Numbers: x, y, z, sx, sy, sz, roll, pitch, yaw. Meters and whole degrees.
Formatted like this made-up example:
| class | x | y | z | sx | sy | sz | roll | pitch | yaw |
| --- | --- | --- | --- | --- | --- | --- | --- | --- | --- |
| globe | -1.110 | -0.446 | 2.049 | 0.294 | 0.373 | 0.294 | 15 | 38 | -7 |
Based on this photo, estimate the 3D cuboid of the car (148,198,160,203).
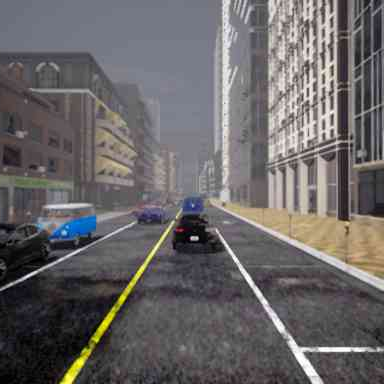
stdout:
| class | x | y | z | sx | sy | sz | roll | pitch | yaw |
| --- | --- | --- | --- | --- | --- | --- | --- | --- | --- |
| car | -5.683 | 1.872 | 43.713 | 1.802 | 1.307 | 4.206 | 0 | 0 | 0 |

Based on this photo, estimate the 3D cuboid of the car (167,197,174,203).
| class | x | y | z | sx | sy | sz | roll | pitch | yaw |
| --- | --- | --- | --- | --- | --- | --- | --- | --- | --- |
| car | -5.677 | 2.142 | 88.732 | 1.752 | 1.417 | 4.829 | 0 | 0 | 0 |

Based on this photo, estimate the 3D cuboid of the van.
| class | x | y | z | sx | sy | sz | roll | pitch | yaw |
| --- | --- | --- | --- | --- | --- | --- | --- | --- | --- |
| van | -5.688 | 1.442 | 15.473 | 1.690 | 1.788 | 3.998 | 0 | 0 | 0 |

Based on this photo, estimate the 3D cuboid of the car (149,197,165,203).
| class | x | y | z | sx | sy | sz | roll | pitch | yaw |
| --- | --- | --- | --- | --- | --- | --- | --- | --- | --- |
| car | -5.683 | 1.646 | 49.364 | 2.192 | 1.841 | 5.009 | 0 | 0 | 0 |

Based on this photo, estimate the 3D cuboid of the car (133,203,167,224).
| class | x | y | z | sx | sy | sz | roll | pitch | yaw |
| --- | --- | --- | --- | --- | --- | --- | --- | --- | --- |
| car | -3.096 | 1.770 | 26.123 | 1.895 | 1.301 | 4.718 | 0 | 0 | 0 |

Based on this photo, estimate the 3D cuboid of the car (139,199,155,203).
| class | x | y | z | sx | sy | sz | roll | pitch | yaw |
| --- | --- | --- | --- | --- | --- | --- | --- | --- | --- |
| car | -5.685 | 1.832 | 38.065 | 1.802 | 1.307 | 4.206 | 0 | 0 | 0 |

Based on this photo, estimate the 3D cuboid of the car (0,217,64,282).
| class | x | y | z | sx | sy | sz | roll | pitch | yaw |
| --- | --- | --- | --- | --- | --- | --- | --- | --- | --- |
| car | -5.689 | 1.630 | 9.823 | 1.947 | 1.339 | 4.313 | 0 | 0 | 0 |

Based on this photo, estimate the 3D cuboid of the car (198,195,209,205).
| class | x | y | z | sx | sy | sz | roll | pitch | yaw |
| --- | --- | --- | --- | --- | --- | --- | --- | --- | --- |
| car | 2.405 | 1.717 | 71.497 | 2.150 | 2.045 | 5.566 | 0 | 0 | 0 |

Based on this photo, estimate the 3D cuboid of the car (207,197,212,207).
| class | x | y | z | sx | sy | sz | roll | pitch | yaw |
| --- | --- | --- | --- | --- | --- | --- | --- | --- | --- |
| car | 2.700 | 1.937 | 60.828 | 1.752 | 1.417 | 4.829 | 0 | 0 | 0 |

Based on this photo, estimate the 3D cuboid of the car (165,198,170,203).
| class | x | y | z | sx | sy | sz | roll | pitch | yaw |
| --- | --- | --- | --- | --- | --- | --- | --- | --- | --- |
| car | -5.681 | 1.851 | 60.660 | 1.967 | 1.590 | 4.097 | 0 | 0 | 0 |

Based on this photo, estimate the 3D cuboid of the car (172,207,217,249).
| class | x | y | z | sx | sy | sz | roll | pitch | yaw |
| --- | --- | --- | --- | --- | --- | --- | --- | --- | --- |
| car | 0.099 | 1.624 | 15.032 | 1.812 | 1.442 | 4.674 | 0 | 0 | 0 |

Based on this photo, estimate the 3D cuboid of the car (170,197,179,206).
| class | x | y | z | sx | sy | sz | roll | pitch | yaw |
| --- | --- | --- | --- | --- | --- | --- | --- | --- | --- |
| car | -3.002 | 1.957 | 66.535 | 2.128 | 1.511 | 4.902 | 0 | 0 | 0 |

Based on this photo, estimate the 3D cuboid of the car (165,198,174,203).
| class | x | y | z | sx | sy | sz | roll | pitch | yaw |
| --- | --- | --- | --- | --- | --- | --- | --- | --- | --- |
| car | -5.678 | 2.141 | 83.252 | 1.947 | 1.339 | 4.313 | 0 | 0 | 0 |

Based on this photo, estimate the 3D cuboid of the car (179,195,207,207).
| class | x | y | z | sx | sy | sz | roll | pitch | yaw |
| --- | --- | --- | --- | --- | --- | --- | --- | --- | --- |
| car | 0.106 | 1.449 | 34.802 | 2.150 | 2.045 | 5.566 | 0 | 0 | 0 |
